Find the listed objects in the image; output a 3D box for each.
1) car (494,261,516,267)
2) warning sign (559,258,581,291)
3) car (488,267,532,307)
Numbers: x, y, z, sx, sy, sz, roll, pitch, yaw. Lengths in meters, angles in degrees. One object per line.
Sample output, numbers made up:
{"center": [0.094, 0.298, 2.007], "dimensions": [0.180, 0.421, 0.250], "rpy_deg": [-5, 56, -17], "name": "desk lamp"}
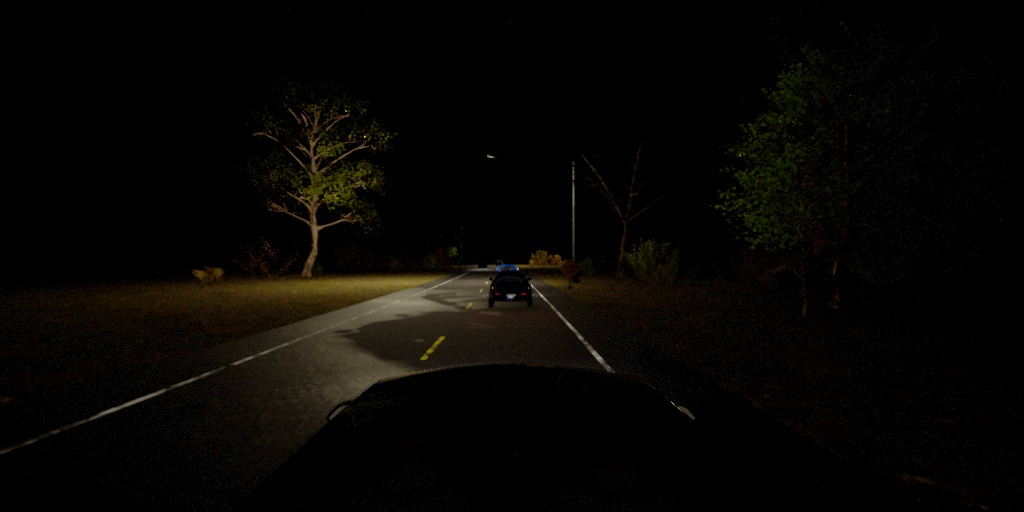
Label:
{"center": [-0.396, 1.487, 31.405], "dimensions": [1.882, 1.535, 5.008], "rpy_deg": [0, 0, -1], "name": "car"}
{"center": [3.393, 1.037, 20.994], "dimensions": [1.300, 1.860, 1.060], "rpy_deg": [0, 0, -1], "name": "warning sign"}
{"center": [-0.082, 1.407, 16.288], "dimensions": [1.812, 1.442, 4.674], "rpy_deg": [0, 0, -1], "name": "car"}
